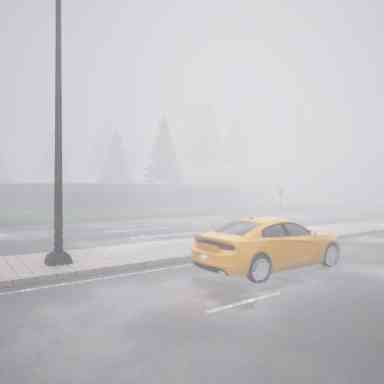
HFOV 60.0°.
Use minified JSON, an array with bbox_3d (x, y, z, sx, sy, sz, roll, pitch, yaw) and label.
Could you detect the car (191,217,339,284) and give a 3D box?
[{"bbox_3d":[2.307,1.478,9.693,5.008,1.535,1.882,0,0,-35],"label":"car"}]
